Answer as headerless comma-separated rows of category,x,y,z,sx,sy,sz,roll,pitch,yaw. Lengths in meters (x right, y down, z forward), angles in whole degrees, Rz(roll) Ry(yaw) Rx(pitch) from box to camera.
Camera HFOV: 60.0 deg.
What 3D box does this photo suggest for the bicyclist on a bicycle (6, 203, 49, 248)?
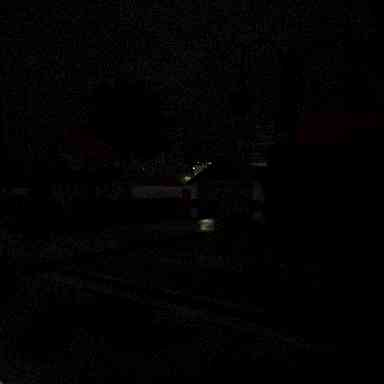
bicyclist on a bicycle,-6.093,1.221,12.388,0.582,1.620,1.656,0,0,36
